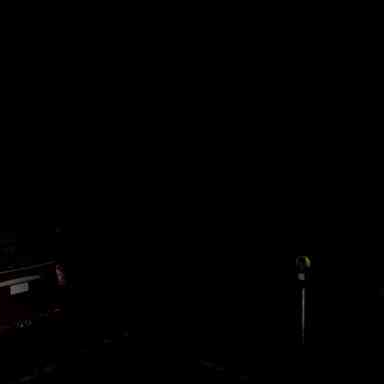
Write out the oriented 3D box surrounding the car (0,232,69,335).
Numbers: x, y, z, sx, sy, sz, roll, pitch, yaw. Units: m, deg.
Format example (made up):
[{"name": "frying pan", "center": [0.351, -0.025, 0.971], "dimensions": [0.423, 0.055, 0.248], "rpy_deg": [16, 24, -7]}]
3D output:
[{"name": "car", "center": [-4.109, 1.440, 6.012], "dimensions": [4.097, 1.590, 1.967], "rpy_deg": [0, 0, 36]}]
